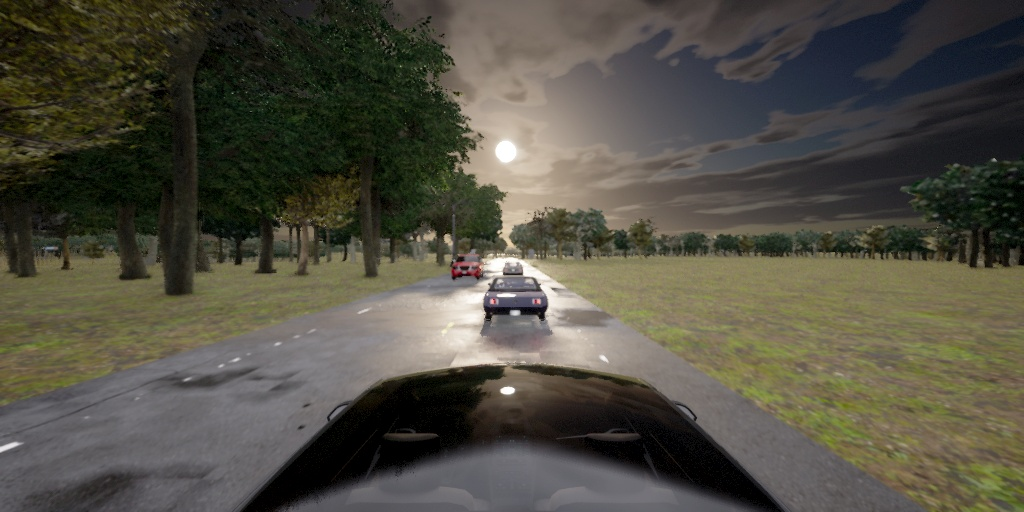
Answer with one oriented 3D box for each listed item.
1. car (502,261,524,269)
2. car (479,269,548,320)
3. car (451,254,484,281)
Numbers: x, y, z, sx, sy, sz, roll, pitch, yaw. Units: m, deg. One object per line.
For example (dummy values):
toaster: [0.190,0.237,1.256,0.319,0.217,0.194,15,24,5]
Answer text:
car: [0.095,1.177,31.287,2.033,1.411,5.357,0,0,0]
car: [0.097,1.308,12.360,1.895,1.301,4.718,0,0,0]
car: [-3.502,0.862,29.171,2.150,2.045,5.566,0,0,0]
